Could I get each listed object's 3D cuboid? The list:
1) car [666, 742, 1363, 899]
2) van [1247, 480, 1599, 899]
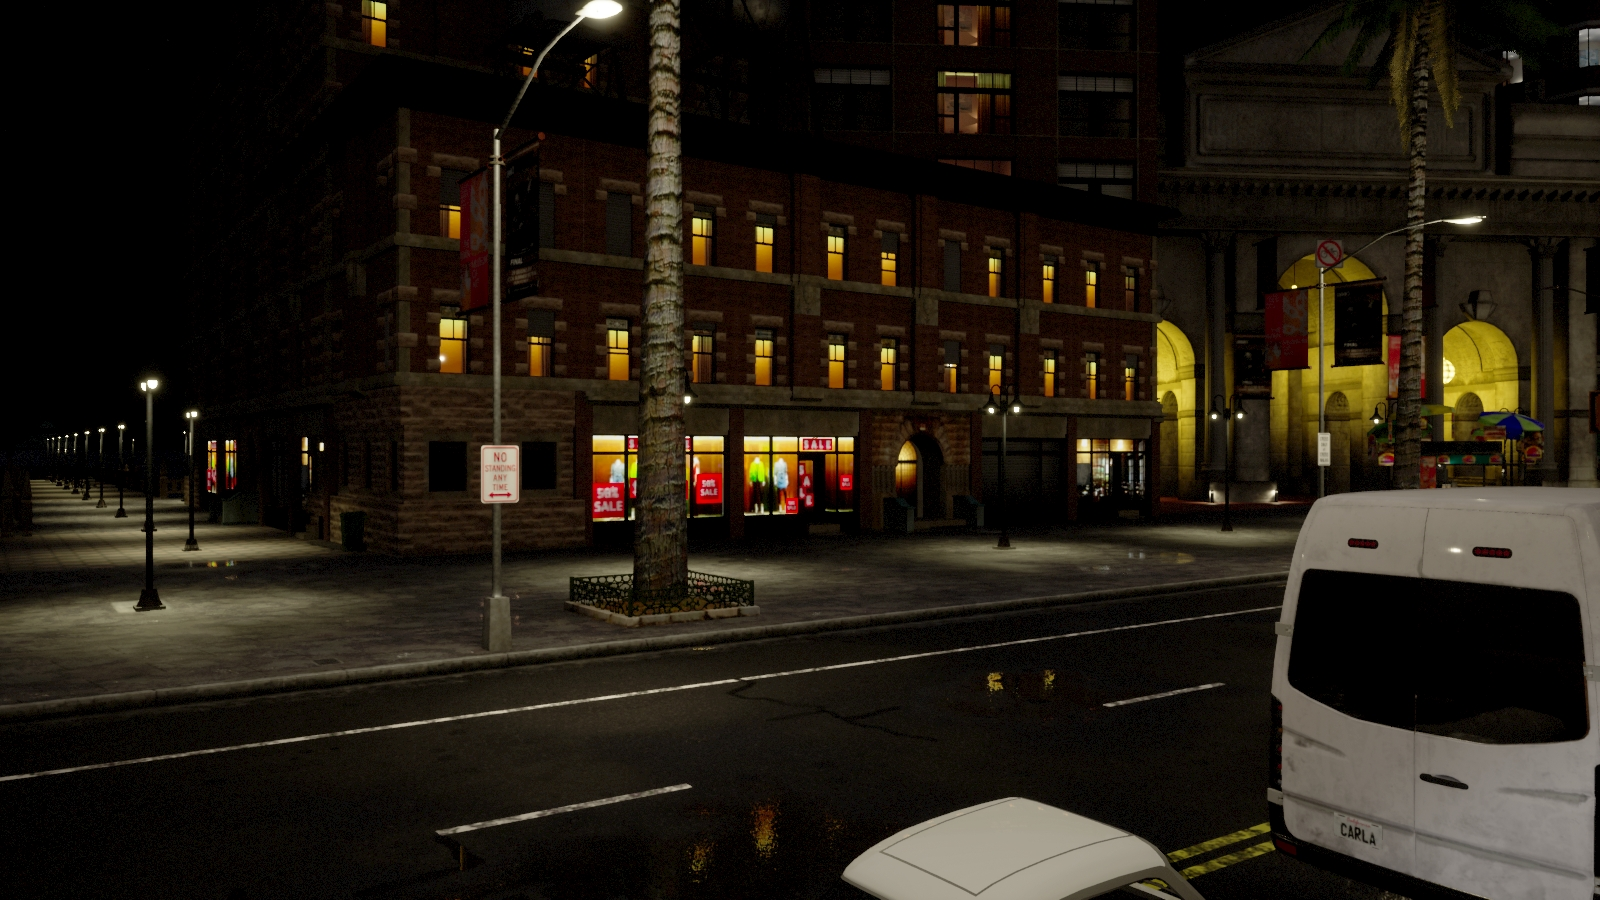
[{"bbox_3d":[0.827,2.120,4.347,2.207,1.376,1.481,0,0,-35],"label":"car"},{"bbox_3d":[5.722,1.534,7.821,5.915,2.561,1.988,0,0,-35],"label":"van"}]
